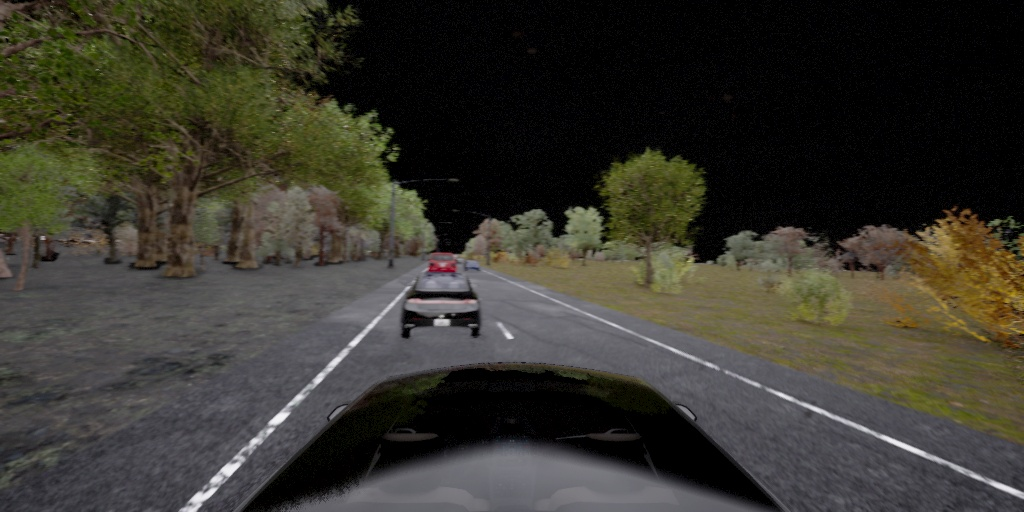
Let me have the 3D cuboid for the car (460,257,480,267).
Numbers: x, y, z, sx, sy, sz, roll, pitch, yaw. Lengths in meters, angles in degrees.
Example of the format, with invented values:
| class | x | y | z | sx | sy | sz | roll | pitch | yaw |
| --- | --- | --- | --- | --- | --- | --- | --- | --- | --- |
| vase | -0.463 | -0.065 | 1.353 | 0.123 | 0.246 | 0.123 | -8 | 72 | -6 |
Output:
| class | x | y | z | sx | sy | sz | roll | pitch | yaw |
| --- | --- | --- | --- | --- | --- | --- | --- | --- | --- |
| car | -5.035 | 1.113 | 44.371 | 2.033 | 1.411 | 5.357 | 2 | 0 | -11 |

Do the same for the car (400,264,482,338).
| class | x | y | z | sx | sy | sz | roll | pitch | yaw |
| --- | --- | --- | --- | --- | --- | --- | --- | --- | --- |
| car | -1.926 | 1.172 | 9.925 | 2.128 | 1.511 | 4.902 | 2 | 0 | -11 |

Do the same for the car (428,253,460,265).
| class | x | y | z | sx | sy | sz | roll | pitch | yaw |
| --- | --- | --- | --- | --- | --- | --- | --- | --- | --- |
| car | -5.599 | 0.771 | 28.947 | 2.150 | 2.045 | 5.566 | 2 | 0 | -11 |
